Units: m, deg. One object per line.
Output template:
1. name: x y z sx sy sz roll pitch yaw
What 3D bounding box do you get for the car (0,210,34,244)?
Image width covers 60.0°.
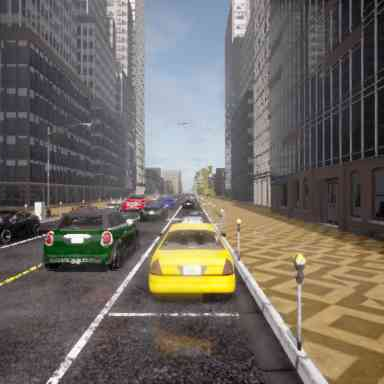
1. car: -8.833 1.563 15.800 1.947 1.339 4.313 0 0 0

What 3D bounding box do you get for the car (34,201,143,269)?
1. car: -3.145 1.352 11.247 2.097 1.767 4.553 0 0 0

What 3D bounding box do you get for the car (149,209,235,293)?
1. car: 0.004 1.456 8.839 1.801 1.575 5.366 0 0 0

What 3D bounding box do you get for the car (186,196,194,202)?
1. car: -0.452 1.533 78.399 1.802 1.307 4.206 0 0 0

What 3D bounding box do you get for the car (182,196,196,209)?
1. car: -0.452 1.548 44.248 1.947 1.339 4.313 0 0 0

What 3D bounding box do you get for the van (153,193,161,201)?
1. van: -8.831 1.286 84.106 1.690 1.788 3.998 0 0 0

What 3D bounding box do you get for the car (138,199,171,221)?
1. car: -3.059 1.556 27.341 1.994 1.385 4.181 0 0 0

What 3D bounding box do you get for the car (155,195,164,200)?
1. car: -8.832 1.504 89.799 1.947 1.339 4.313 0 0 0

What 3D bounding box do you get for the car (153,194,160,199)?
1. car: -8.832 1.391 78.413 1.967 1.590 4.097 0 0 0

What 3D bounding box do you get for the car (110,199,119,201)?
1. car: -8.833 1.537 38.569 2.008 1.369 4.403 0 0 0

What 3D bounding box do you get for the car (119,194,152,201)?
1. car: -6.230 1.207 37.372 2.150 2.045 5.566 0 0 0

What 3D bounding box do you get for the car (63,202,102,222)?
1. car: -8.832 1.575 27.183 1.802 1.307 4.206 0 0 0

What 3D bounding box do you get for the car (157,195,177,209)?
1. car: -3.056 1.509 43.092 1.812 1.442 4.674 0 0 0

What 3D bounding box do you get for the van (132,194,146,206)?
1. van: -8.832 1.315 55.646 1.690 1.788 3.998 0 0 0
